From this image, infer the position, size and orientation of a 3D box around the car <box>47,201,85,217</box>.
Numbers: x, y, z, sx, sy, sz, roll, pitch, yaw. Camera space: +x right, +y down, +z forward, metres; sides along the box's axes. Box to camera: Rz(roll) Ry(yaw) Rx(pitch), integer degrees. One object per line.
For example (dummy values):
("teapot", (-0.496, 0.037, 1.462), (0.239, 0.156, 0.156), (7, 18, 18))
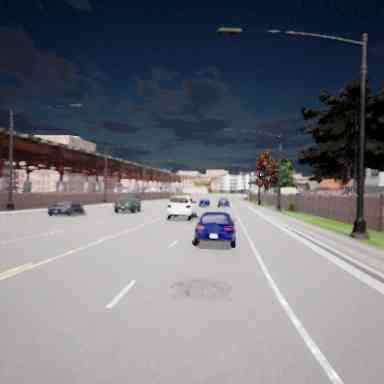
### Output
("car", (-11.560, 1.508, 30.743), (1.994, 1.385, 4.181), (1, 0, 6))

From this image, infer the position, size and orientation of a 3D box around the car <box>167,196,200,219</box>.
("car", (-0.872, 1.378, 30.301), (2.150, 2.045, 5.566), (1, 0, 6))

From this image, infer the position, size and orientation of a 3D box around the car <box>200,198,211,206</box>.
("car", (2.371, 1.863, 61.783), (1.882, 1.535, 5.008), (1, 0, 6))

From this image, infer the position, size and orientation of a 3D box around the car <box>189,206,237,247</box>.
("car", (1.133, 1.648, 15.888), (1.812, 1.442, 4.674), (1, 0, 6))

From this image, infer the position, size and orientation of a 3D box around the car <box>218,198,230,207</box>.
("car", (5.807, 1.802, 60.960), (2.097, 1.767, 4.553), (1, 0, 6))

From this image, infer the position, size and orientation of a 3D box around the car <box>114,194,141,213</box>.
("car", (-7.212, 1.291, 37.956), (2.150, 2.045, 5.566), (1, 0, 2))
